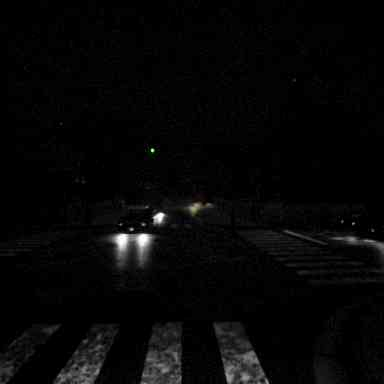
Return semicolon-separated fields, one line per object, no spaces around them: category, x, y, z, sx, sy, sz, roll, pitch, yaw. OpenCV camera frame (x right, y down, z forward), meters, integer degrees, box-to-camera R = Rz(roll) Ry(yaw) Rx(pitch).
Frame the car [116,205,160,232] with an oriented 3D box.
car;-3.538;1.812;21.965;2.033;1.411;5.357;0;0;-1

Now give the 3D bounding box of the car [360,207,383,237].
car;11.423;1.641;16.748;4.674;1.442;1.812;0;-1;0

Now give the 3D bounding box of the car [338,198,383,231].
car;11.815;1.394;20.005;5.566;2.045;2.150;0;-1;1

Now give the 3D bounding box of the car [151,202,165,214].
car;-4.576;2.008;43.083;2.128;1.511;4.902;0;0;-3
